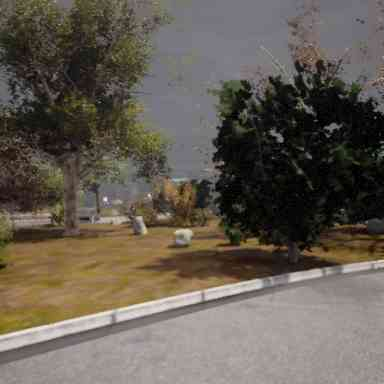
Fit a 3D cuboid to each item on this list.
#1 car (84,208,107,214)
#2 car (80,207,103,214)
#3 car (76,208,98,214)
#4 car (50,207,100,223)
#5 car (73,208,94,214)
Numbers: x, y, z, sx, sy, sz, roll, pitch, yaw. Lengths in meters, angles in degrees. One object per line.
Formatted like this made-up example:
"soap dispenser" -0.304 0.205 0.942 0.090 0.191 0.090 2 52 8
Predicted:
"car" -22.695 4.465 78.126 4.674 1.452 2.002 0 -3 -34
"car" -24.520 4.593 80.844 4.892 1.521 2.231 0 -3 -34
"car" -26.355 4.758 83.549 5.008 1.535 2.097 0 -3 -34
"car" -12.967 2.774 37.748 4.902 1.511 2.128 1 -1 -34
"car" -28.103 4.959 86.161 4.674 1.452 2.002 0 -3 -34
